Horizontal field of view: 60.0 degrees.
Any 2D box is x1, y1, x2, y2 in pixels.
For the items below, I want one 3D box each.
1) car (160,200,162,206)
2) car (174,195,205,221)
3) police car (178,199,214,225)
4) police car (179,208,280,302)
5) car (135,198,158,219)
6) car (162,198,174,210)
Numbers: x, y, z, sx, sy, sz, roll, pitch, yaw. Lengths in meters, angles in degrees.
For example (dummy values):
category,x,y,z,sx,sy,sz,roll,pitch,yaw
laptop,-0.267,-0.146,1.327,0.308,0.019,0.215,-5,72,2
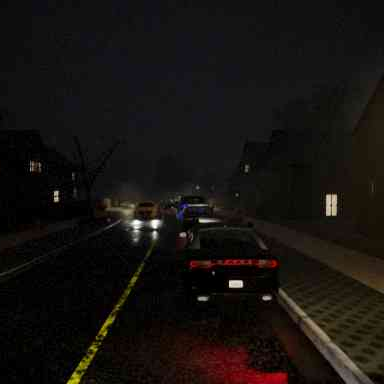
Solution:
category,x,y,z,sx,sy,sz,roll,pitch,yaw
car,-4.305,1.783,56.726,1.994,1.385,4.181,0,0,-9
car,-0.010,1.263,24.474,2.150,2.045,5.566,0,0,-4
police car,0.337,1.445,18.525,1.930,1.638,5.238,0,0,-3
police car,0.715,1.426,8.466,1.930,1.638,5.238,0,0,-1
car,-4.061,1.551,29.897,1.882,1.535,5.008,0,0,-5
car,-2.805,1.742,45.610,1.895,1.301,4.718,0,0,-7
